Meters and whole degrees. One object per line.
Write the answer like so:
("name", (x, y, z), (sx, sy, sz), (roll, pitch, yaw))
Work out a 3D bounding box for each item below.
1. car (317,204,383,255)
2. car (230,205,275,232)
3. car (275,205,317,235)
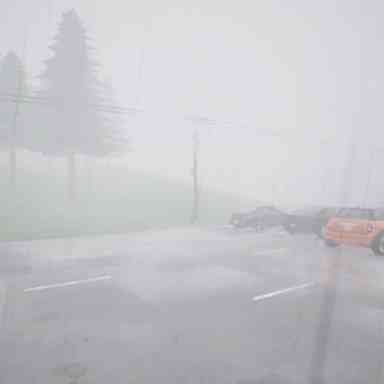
("car", (7.400, 1.318, 13.363), (4.553, 1.767, 2.097), (0, 0, -35))
("car", (4.288, 1.490, 19.888), (4.674, 1.442, 1.812), (0, 0, -38))
("car", (6.867, 1.440, 17.268), (5.008, 1.535, 1.882), (0, 0, -35))
